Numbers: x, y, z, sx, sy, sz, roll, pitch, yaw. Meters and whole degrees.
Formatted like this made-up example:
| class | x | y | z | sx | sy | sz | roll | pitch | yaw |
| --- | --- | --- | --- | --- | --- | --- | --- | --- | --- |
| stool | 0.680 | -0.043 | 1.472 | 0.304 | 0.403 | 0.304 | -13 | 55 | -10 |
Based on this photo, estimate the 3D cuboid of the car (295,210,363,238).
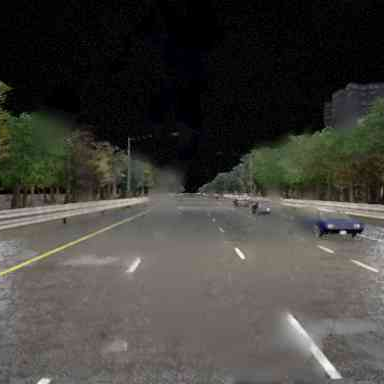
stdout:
| class | x | y | z | sx | sy | sz | roll | pitch | yaw |
| --- | --- | --- | --- | --- | --- | --- | --- | --- | --- |
| car | 7.007 | 1.606 | 17.632 | 1.895 | 1.301 | 4.718 | 0 | 0 | 0 |

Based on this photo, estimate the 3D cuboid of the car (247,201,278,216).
| class | x | y | z | sx | sy | sz | roll | pitch | yaw |
| --- | --- | --- | --- | --- | --- | --- | --- | --- | --- |
| car | 7.021 | 1.586 | 32.561 | 1.994 | 1.385 | 4.181 | 0 | 0 | 0 |

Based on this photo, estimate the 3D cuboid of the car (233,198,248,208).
| class | x | y | z | sx | sy | sz | roll | pitch | yaw |
| --- | --- | --- | --- | --- | --- | --- | --- | --- | --- |
| car | 7.059 | 1.539 | 47.998 | 2.128 | 1.511 | 4.902 | 0 | 0 | 0 |
